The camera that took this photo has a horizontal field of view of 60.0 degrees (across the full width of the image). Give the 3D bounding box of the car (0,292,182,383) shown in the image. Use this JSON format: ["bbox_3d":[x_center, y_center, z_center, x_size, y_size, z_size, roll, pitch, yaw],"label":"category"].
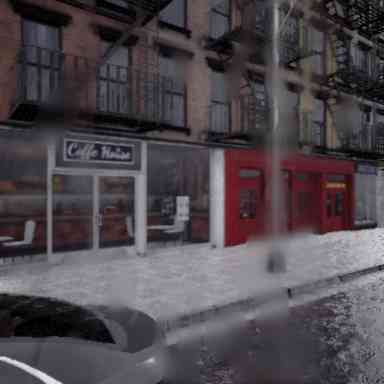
[{"bbox_3d":[-2.336,1.505,1.711,4.892,1.490,1.837,0,0,-36],"label":"car"}]
